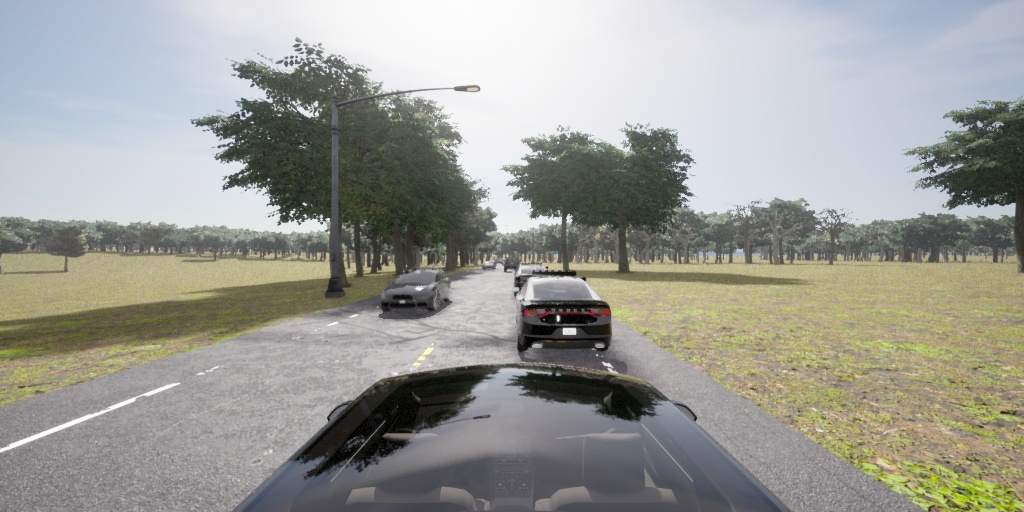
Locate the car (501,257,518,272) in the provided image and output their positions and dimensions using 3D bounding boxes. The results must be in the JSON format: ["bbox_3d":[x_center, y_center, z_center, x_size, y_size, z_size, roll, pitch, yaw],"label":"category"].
[{"bbox_3d":[0.018,1.106,48.488,2.150,2.045,5.566,0,-1,0],"label":"car"}]

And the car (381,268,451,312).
[{"bbox_3d":[-3.605,1.251,14.205,1.837,1.490,4.892,0,0,0],"label":"car"}]

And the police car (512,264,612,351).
[{"bbox_3d":[1.048,1.173,9.126,1.930,1.638,5.238,0,0,0],"label":"police car"}]

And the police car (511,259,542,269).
[{"bbox_3d":[1.045,1.173,19.128,1.930,1.638,5.238,0,0,0],"label":"police car"}]

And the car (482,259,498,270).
[{"bbox_3d":[-3.609,1.512,55.802,1.994,1.385,4.181,0,-1,0],"label":"car"}]
